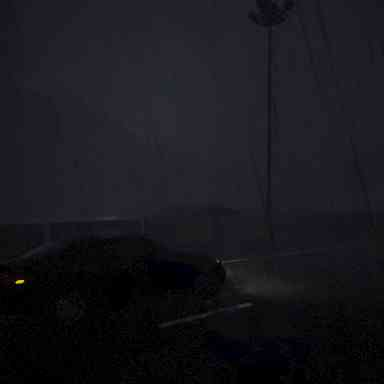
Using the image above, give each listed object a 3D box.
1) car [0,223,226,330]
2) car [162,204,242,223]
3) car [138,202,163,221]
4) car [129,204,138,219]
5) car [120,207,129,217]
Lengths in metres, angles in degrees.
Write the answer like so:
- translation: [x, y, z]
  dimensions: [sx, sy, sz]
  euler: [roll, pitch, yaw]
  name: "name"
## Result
- translation: [-1.441, 1.532, 6.871]
  dimensions: [4.674, 1.442, 1.812]
  euler: [1, 0, -34]
  name: "car"
- translation: [0.962, 1.574, 20.991]
  dimensions: [4.902, 1.511, 2.128]
  euler: [0, 0, -30]
  name: "car"
- translation: [-0.801, 1.608, 24.015]
  dimensions: [5.357, 1.411, 2.033]
  euler: [0, 0, -30]
  name: "car"
- translation: [-2.564, 1.650, 27.038]
  dimensions: [4.181, 1.385, 1.994]
  euler: [0, 0, -30]
  name: "car"
- translation: [-4.330, 1.624, 30.060]
  dimensions: [4.181, 1.385, 1.994]
  euler: [1, 0, -30]
  name: "car"
